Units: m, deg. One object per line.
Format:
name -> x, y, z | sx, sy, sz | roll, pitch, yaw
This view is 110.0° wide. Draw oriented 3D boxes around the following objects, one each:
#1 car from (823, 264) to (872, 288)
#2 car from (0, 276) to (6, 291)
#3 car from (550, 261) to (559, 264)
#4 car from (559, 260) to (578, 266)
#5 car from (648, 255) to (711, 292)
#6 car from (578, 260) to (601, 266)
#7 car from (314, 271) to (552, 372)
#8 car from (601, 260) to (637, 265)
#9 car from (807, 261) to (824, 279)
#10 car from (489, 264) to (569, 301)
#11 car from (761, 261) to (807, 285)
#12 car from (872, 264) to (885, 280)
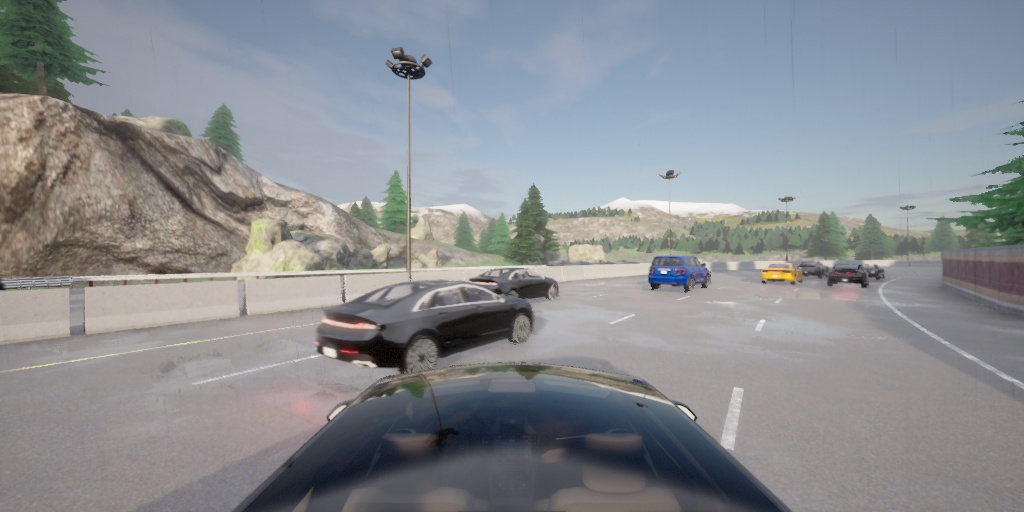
car -> 22.524, 1.255, 23.984 | 4.892, 1.490, 1.837 | 0, 0, -43
car -> -25.687, 1.102, 15.410 | 2.097, 1.767, 4.553 | 0, 0, 33
car -> 7.281, 1.297, 52.789 | 5.357, 1.411, 2.033 | 0, 0, -40
car -> 9.435, 1.297, 50.030 | 5.357, 1.411, 2.033 | 0, 0, -40
car -> 10.115, 0.973, 21.542 | 2.150, 2.045, 5.566 | 0, 0, 43
car -> 11.393, 1.243, 47.103 | 4.902, 1.511, 2.128 | 0, 0, -40
car -> -1.362, 1.241, 7.406 | 2.128, 1.511, 4.902 | 0, 0, 35
car -> 13.735, 1.243, 44.500 | 4.902, 1.511, 2.128 | 0, 0, -40
car -> 27.780, 1.241, 33.081 | 4.902, 1.511, 2.128 | 0, 0, -39
car -> 0.182, 1.241, 15.300 | 2.128, 1.511, 4.902 | 0, 0, 38
car -> 19.821, 1.228, 26.246 | 5.008, 1.535, 1.882 | 0, 0, -43
car -> 30.484, 1.351, 30.788 | 4.718, 1.301, 1.895 | 0, 0, -39
